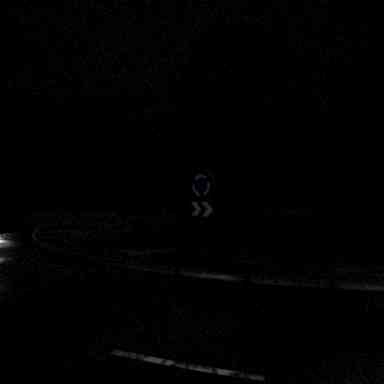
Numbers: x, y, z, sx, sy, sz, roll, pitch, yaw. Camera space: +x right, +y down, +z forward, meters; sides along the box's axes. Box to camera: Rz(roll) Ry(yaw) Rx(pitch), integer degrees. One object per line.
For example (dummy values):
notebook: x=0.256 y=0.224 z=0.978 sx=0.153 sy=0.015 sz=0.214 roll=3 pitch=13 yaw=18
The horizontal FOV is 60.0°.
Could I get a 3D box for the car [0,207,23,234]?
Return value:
car: x=-11.311 y=1.594 z=19.180 sx=1.994 sy=1.385 sz=4.181 roll=0 pitch=0 yaw=-10
